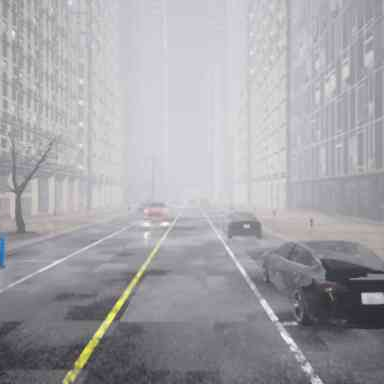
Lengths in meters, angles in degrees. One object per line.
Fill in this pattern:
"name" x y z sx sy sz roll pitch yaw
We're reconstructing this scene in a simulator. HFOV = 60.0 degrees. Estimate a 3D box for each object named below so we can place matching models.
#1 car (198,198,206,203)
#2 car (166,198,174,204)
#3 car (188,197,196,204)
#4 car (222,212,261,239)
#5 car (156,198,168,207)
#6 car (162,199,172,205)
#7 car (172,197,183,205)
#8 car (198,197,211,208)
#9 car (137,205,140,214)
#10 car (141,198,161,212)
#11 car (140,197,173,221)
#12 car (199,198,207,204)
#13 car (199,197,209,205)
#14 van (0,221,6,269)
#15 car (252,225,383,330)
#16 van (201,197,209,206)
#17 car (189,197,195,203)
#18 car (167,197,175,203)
"car" 2.700 2.337 92.492 2.008 1.369 4.403 0 0 0
"car" -5.682 2.268 86.625 1.752 1.417 4.829 0 0 0
"car" 0.010 2.131 76.550 1.895 1.301 4.718 0 0 0
"car" 2.689 1.741 18.412 1.947 1.339 4.313 0 -1 0
"car" -5.685 2.008 64.003 1.967 1.590 4.097 0 0 0
"car" -5.683 2.209 75.399 2.008 1.369 4.403 0 0 0
"car" -2.991 2.090 71.988 1.882 1.535 5.008 0 0 0
"car" 2.357 1.984 58.722 1.801 1.575 5.366 0 0 0
"car" -5.688 1.924 41.209 1.887 1.381 4.507 0 0 0
"car" -5.688 1.743 46.910 2.192 1.841 5.009 0 0 0
"car" -3.093 1.632 29.959 2.097 1.767 4.553 0 -1 0
"car" 2.698 2.230 81.263 1.752 1.417 4.829 0 0 0
"car" 2.697 1.974 75.397 2.192 1.841 5.009 0 0 0
"van" -5.694 1.409 7.024 1.690 1.788 3.998 0 -1 0
"car" 2.688 1.635 7.017 1.947 1.339 4.313 0 -1 0
"van" 2.696 1.956 69.698 1.690 1.788 3.998 0 0 0
"car" 0.012 2.199 92.947 1.837 1.490 4.892 0 0 0
"car" -5.681 2.225 92.496 1.967 1.590 4.097 0 0 0
